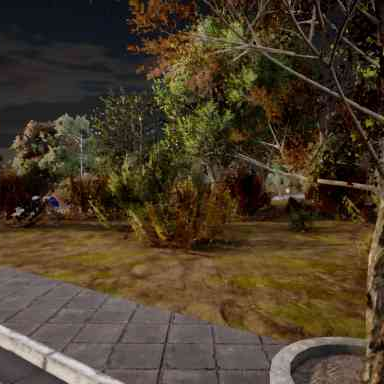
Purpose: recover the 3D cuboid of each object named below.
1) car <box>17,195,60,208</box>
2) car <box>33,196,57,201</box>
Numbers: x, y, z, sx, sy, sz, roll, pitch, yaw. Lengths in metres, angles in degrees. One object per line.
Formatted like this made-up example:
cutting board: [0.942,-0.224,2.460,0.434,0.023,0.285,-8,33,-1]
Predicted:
car: [-20.160,1.219,43.888,1.882,1.535,5.008,0,0,32]
car: [-17.642,1.244,41.315,1.882,1.535,5.008,0,0,32]
